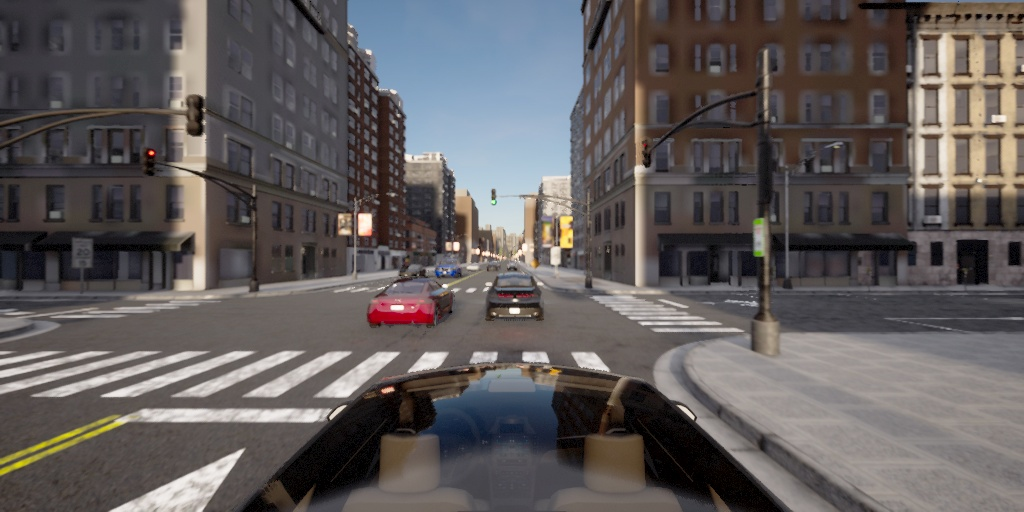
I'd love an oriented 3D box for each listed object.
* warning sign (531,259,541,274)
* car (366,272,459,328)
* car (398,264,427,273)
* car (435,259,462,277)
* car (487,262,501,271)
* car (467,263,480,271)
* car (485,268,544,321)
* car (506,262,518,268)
[{"bbox_3d":[2.861,1.257,43.525,1.300,1.860,1.060,0,0,0],"label":"warning sign"},{"bbox_3d":[-3.159,1.414,11.904,1.994,1.385,4.181,0,-1,0],"label":"car"},{"bbox_3d":[-9.835,1.546,35.801,1.882,1.535,5.008,0,-1,0],"label":"car"},{"bbox_3d":[-6.567,1.307,37.739,2.150,2.045,5.566,0,0,0],"label":"car"},{"bbox_3d":[-3.235,1.808,60.159,1.837,1.490,4.892,0,-1,0],"label":"car"},{"bbox_3d":[-6.500,1.913,61.006,1.895,1.301,4.718,0,-1,0],"label":"car"},{"bbox_3d":[0.091,1.365,13.011,1.837,1.490,4.892,0,0,0],"label":"car"},{"bbox_3d":[0.015,1.909,60.604,1.895,1.301,4.718,0,-1,0],"label":"car"}]
